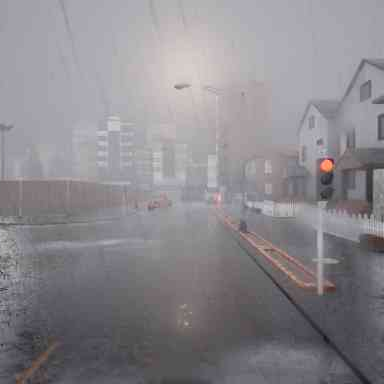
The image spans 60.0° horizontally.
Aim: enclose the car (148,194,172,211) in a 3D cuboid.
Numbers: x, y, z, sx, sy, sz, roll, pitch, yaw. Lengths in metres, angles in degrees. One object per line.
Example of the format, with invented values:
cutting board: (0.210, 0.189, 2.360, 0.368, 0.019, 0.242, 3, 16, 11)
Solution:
car: (-4.079, 1.221, 41.202, 2.150, 2.045, 5.566, 0, 0, 0)
